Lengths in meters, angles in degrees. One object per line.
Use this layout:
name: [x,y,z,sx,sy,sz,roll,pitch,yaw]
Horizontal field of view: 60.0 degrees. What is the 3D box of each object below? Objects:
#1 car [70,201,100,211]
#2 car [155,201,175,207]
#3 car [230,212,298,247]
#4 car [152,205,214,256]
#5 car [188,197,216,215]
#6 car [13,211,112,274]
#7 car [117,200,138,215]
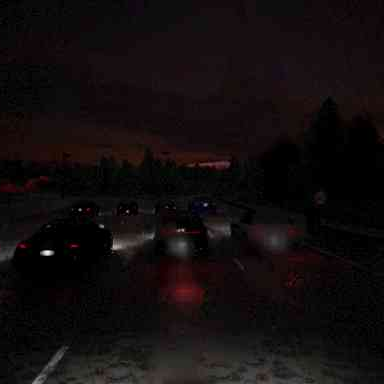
car: [-9.128,1.439,28.517,2.033,1.411,5.357,0,0,-8]
car: [-2.559,1.473,31.714,1.895,1.301,4.718,0,0,-9]
car: [2.936,1.537,14.747,1.895,1.301,4.718,0,0,-4]
car: [-0.457,1.452,12.938,1.837,1.490,4.892,0,0,-4]
car: [0.893,1.219,32.091,2.097,1.767,4.553,0,0,-9]
car: [-3.820,1.524,10.515,1.994,1.385,4.181,0,0,-3]
car: [-6.222,1.473,32.474,1.895,1.301,4.718,0,0,-9]
